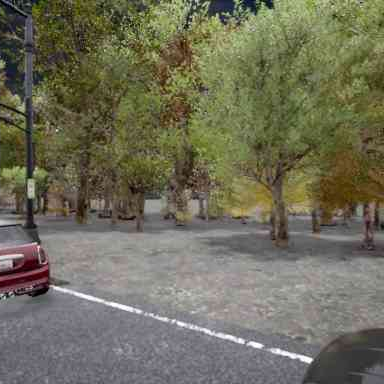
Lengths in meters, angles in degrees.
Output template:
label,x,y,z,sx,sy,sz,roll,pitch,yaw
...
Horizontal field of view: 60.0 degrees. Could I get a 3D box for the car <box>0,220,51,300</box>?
label,x,y,z,sx,sy,sz,roll,pitch,yaw
car,-5.209,1.369,7.393,4.553,1.767,2.097,0,1,35

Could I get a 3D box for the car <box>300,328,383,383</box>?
label,x,y,z,sx,sy,sz,roll,pitch,yaw
car,2.993,1.493,1.552,4.892,1.490,1.837,0,1,36
